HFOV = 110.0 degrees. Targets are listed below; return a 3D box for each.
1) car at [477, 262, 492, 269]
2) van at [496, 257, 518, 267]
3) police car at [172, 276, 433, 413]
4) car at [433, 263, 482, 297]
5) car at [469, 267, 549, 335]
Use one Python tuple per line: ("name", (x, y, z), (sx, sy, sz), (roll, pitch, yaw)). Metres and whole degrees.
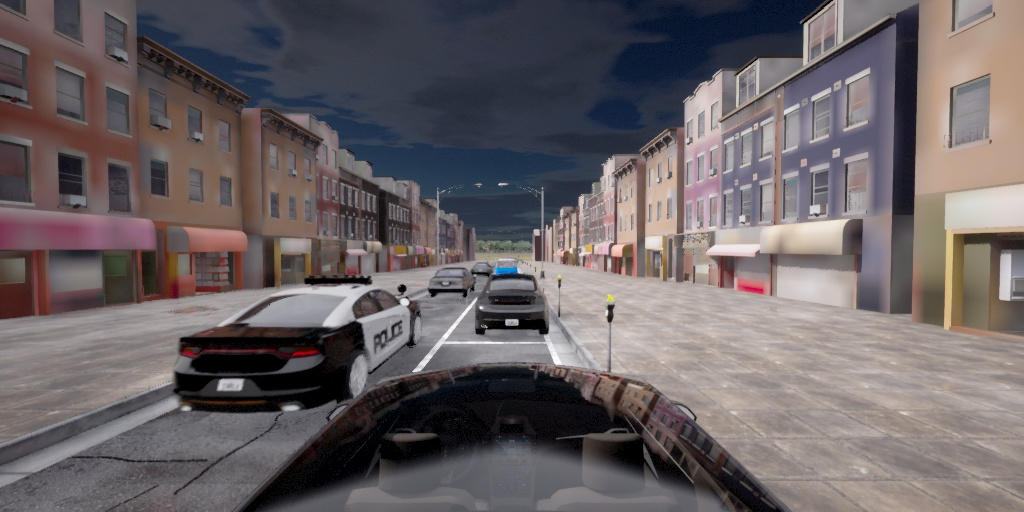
("car", (-2.971, 1.303, 36.149), (1.994, 1.385, 4.181), (0, 0, 0))
("van", (-0.383, 1.081, 27.392), (1.690, 1.789, 3.998), (0, 0, 0))
("police car", (-3.021, 1.173, 6.429), (1.930, 1.638, 5.238), (0, 0, 0))
("car", (-2.997, 1.291, 18.822), (2.033, 1.411, 5.357), (0, 0, 1))
("car", (0.000, 1.250, 10.502), (1.837, 1.490, 4.892), (0, 0, 0))
